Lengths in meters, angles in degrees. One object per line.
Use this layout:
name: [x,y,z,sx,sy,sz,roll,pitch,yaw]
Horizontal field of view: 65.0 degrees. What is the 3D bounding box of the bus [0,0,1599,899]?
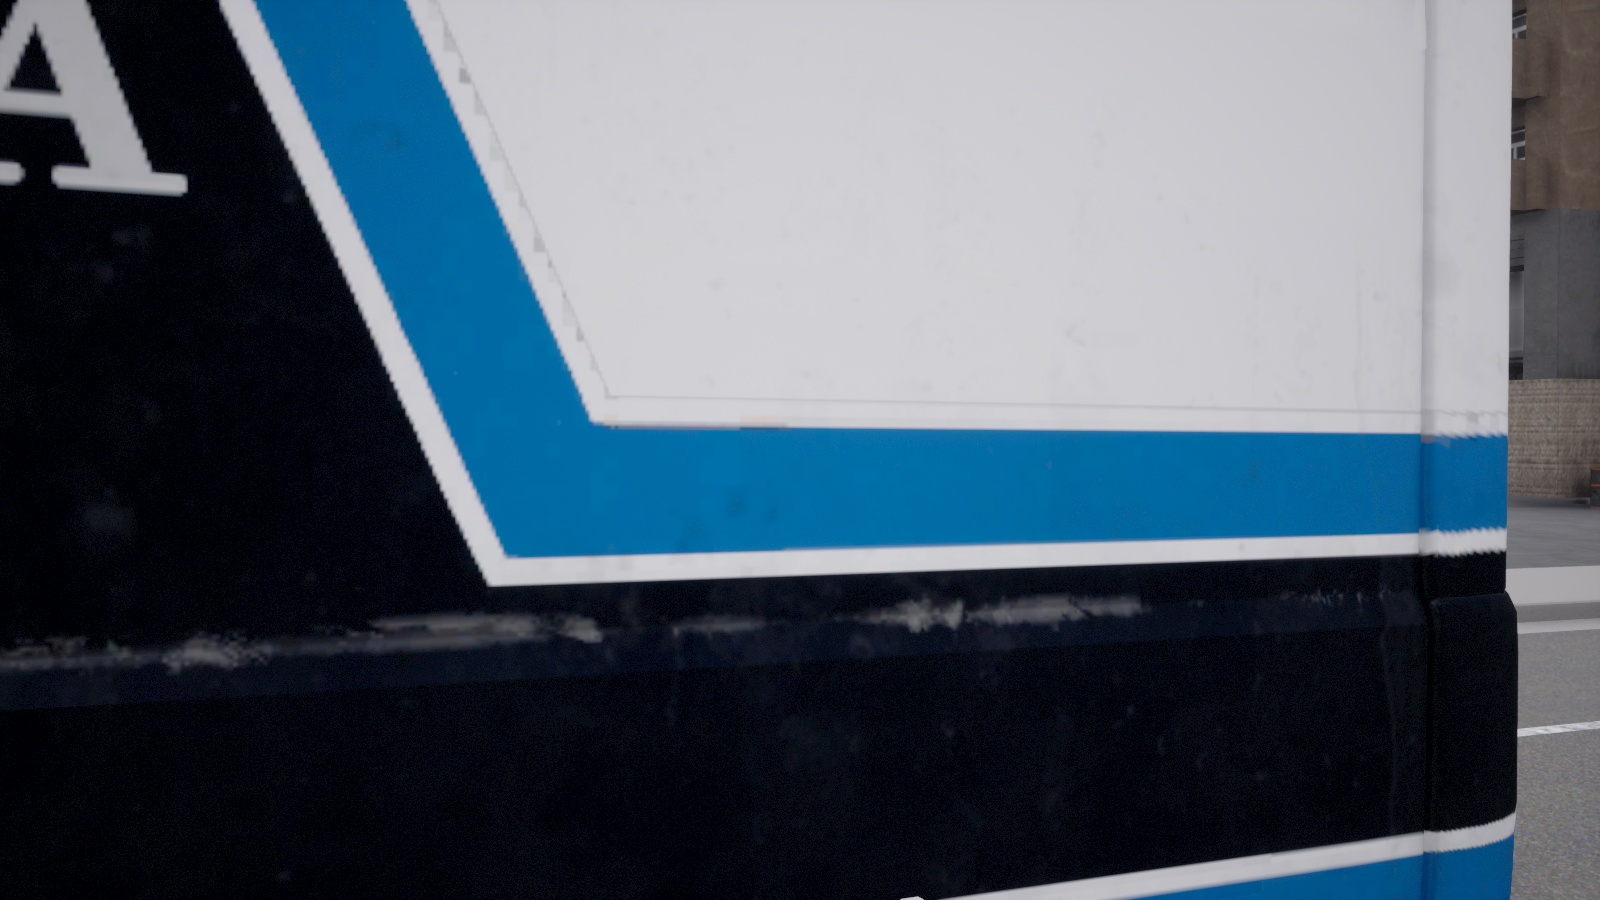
bus: [-4.445,-0.550,1.569,10.273,4.253,3.944,-1,1,-21]
